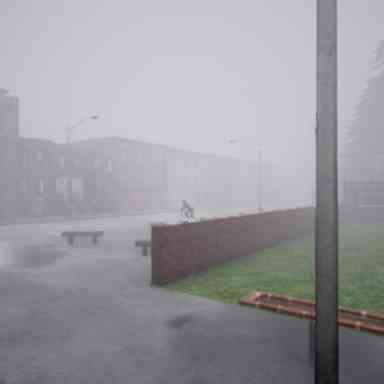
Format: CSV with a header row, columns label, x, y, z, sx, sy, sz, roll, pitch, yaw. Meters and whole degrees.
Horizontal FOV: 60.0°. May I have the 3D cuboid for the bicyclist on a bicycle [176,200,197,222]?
label,x,y,z,sx,sy,sz,roll,pitch,yaw
bicyclist on a bicycle,-0.383,1.331,21.117,1.656,1.620,0.582,0,0,35
